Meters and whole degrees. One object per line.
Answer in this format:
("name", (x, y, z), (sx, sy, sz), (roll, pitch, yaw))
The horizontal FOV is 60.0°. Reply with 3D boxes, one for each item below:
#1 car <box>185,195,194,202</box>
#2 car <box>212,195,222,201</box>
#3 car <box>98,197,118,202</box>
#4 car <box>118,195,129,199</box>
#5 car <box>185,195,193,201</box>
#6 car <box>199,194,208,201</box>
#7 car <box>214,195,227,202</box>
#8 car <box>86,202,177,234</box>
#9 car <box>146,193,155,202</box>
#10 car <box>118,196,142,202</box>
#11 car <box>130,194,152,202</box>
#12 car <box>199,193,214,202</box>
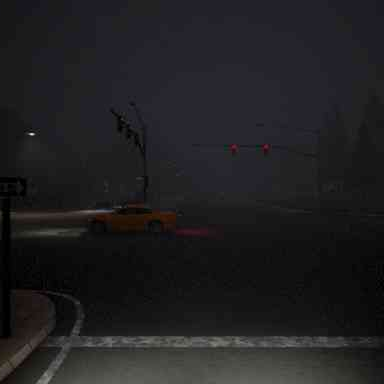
("car", (-0.575, 1.478, 73.028), (1.882, 1.535, 5.008), (0, 0, -1))
("car", (6.267, 1.481, 83.583), (2.128, 1.511, 4.902), (0, 0, -1))
("car", (-11.752, 1.601, 44.967), (1.895, 1.301, 4.718), (0, 0, -1))
("car", (-11.876, 1.526, 53.868), (1.812, 1.442, 4.674), (0, 0, -1))
("car", (-0.732, 1.504, 83.467), (1.994, 1.385, 4.181), (0, 0, -1))
("car", (2.767, 1.319, 83.515), (2.097, 1.767, 4.553), (0, 0, -1))
("car", (6.419, 1.524, 73.508), (1.812, 1.442, 4.674), (0, 0, -1))
("car", (-3.361, 1.477, 18.644), (5.008, 1.535, 1.882), (0, 0, 0))
("car", (-8.497, 1.221, 65.447), (2.150, 2.045, 5.566), (0, 0, 0))
("car", (-8.253, 1.601, 45.096), (1.895, 1.301, 4.718), (0, 0, -1))
("car", (-8.391, 1.547, 54.741), (2.033, 1.411, 5.357), (0, 0, -1))
("car", (2.927, 1.225, 72.992), (2.150, 2.045, 5.566), (0, 0, -1))
